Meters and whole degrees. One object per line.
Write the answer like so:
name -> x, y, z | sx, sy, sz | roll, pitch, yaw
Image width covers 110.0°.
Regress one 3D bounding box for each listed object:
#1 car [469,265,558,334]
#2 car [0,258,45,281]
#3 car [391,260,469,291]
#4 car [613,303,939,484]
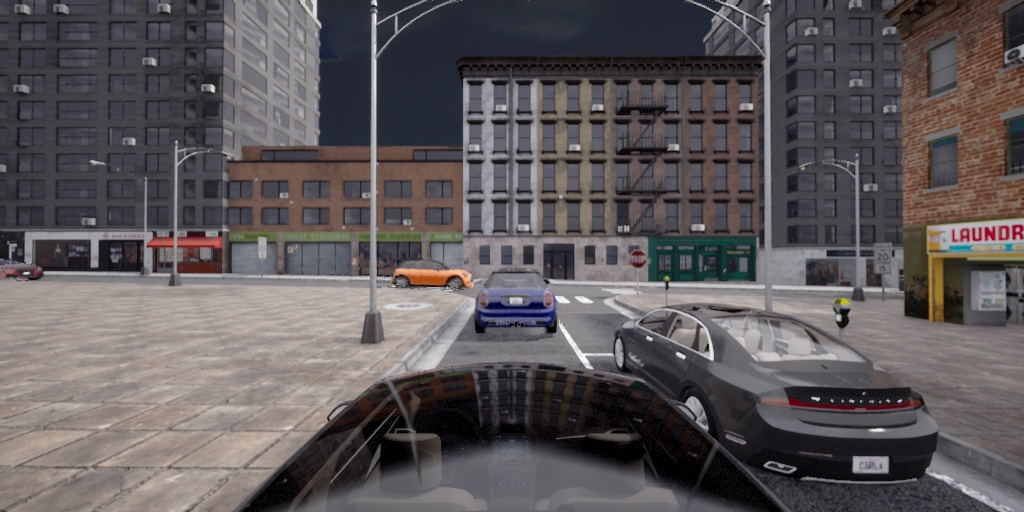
car -> 0.095, 1.115, 10.789 | 2.097, 1.767, 4.553 | 0, 0, 0
car -> -30.667, 0.814, 21.206 | 4.181, 1.385, 1.994 | 1, -1, 0
car -> -4.566, 1.054, 21.036 | 4.553, 1.767, 2.097 | 1, -1, 0
car -> 2.645, 1.305, 4.823 | 2.007, 1.370, 4.403 | 0, 0, 0
